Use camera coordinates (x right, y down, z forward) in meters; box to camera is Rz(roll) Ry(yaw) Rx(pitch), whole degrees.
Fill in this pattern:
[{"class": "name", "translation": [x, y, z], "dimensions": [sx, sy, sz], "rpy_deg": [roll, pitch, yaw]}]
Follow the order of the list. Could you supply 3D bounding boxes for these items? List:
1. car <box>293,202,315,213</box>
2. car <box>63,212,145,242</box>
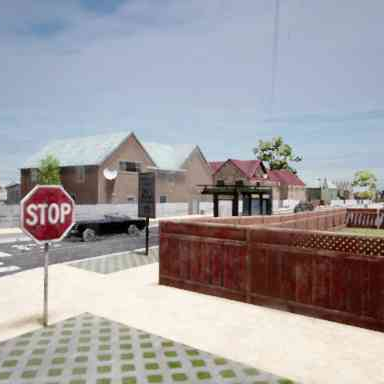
[{"class": "car", "translation": [15.474, 2.160, 45.776], "dimensions": [1.837, 1.490, 4.892], "rpy_deg": [1, 0, 36]}, {"class": "car", "translation": [-4.739, 1.760, 17.617], "dimensions": [1.895, 1.301, 4.718], "rpy_deg": [1, 0, 36]}]
